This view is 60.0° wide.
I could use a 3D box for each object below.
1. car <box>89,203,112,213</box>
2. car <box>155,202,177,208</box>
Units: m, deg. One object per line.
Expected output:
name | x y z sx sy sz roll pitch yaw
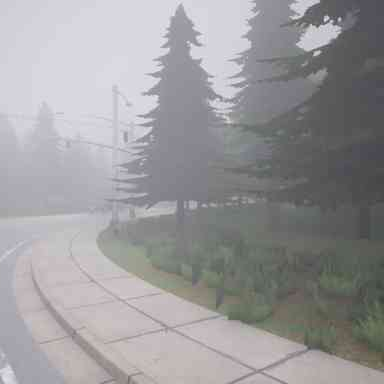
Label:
car | -9.140 1.491 36.517 2.128 1.511 4.902 0 0 27
car | -3.480 1.526 47.307 1.812 1.442 4.674 0 0 28
